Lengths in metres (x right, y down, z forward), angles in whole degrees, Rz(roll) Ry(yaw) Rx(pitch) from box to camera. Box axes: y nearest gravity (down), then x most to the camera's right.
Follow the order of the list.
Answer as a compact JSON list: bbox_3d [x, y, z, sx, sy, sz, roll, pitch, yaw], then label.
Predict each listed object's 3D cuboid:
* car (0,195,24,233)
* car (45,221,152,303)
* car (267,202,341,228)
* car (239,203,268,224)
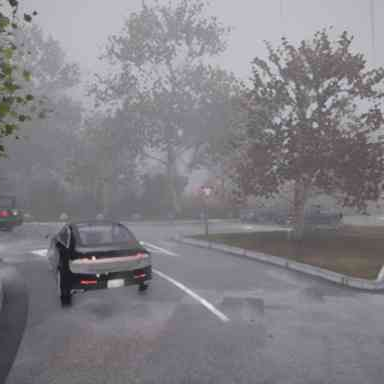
[{"bbox_3d":[-11.741,1.196,17.322,5.566,2.045,2.150,0,1,4],"label":"car"},{"bbox_3d":[-2.488,1.480,8.356,2.128,1.511,4.902,0,0,-26],"label":"car"},{"bbox_3d":[7.750,1.570,22.271,4.892,1.490,1.837,1,0,-25],"label":"car"},{"bbox_3d":[5.799,1.558,24.941,4.892,1.490,1.837,1,0,-25],"label":"car"}]
